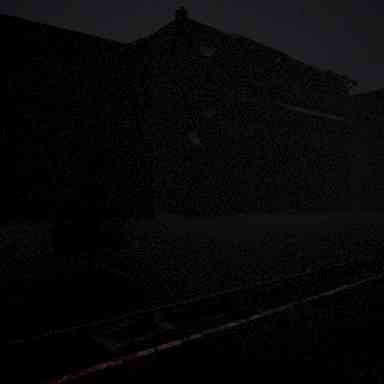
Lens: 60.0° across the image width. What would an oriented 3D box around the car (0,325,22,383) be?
[{"bbox_3d":[-3.079,1.354,1.258,4.553,1.767,2.097,0,0,-36],"label":"car"}]
